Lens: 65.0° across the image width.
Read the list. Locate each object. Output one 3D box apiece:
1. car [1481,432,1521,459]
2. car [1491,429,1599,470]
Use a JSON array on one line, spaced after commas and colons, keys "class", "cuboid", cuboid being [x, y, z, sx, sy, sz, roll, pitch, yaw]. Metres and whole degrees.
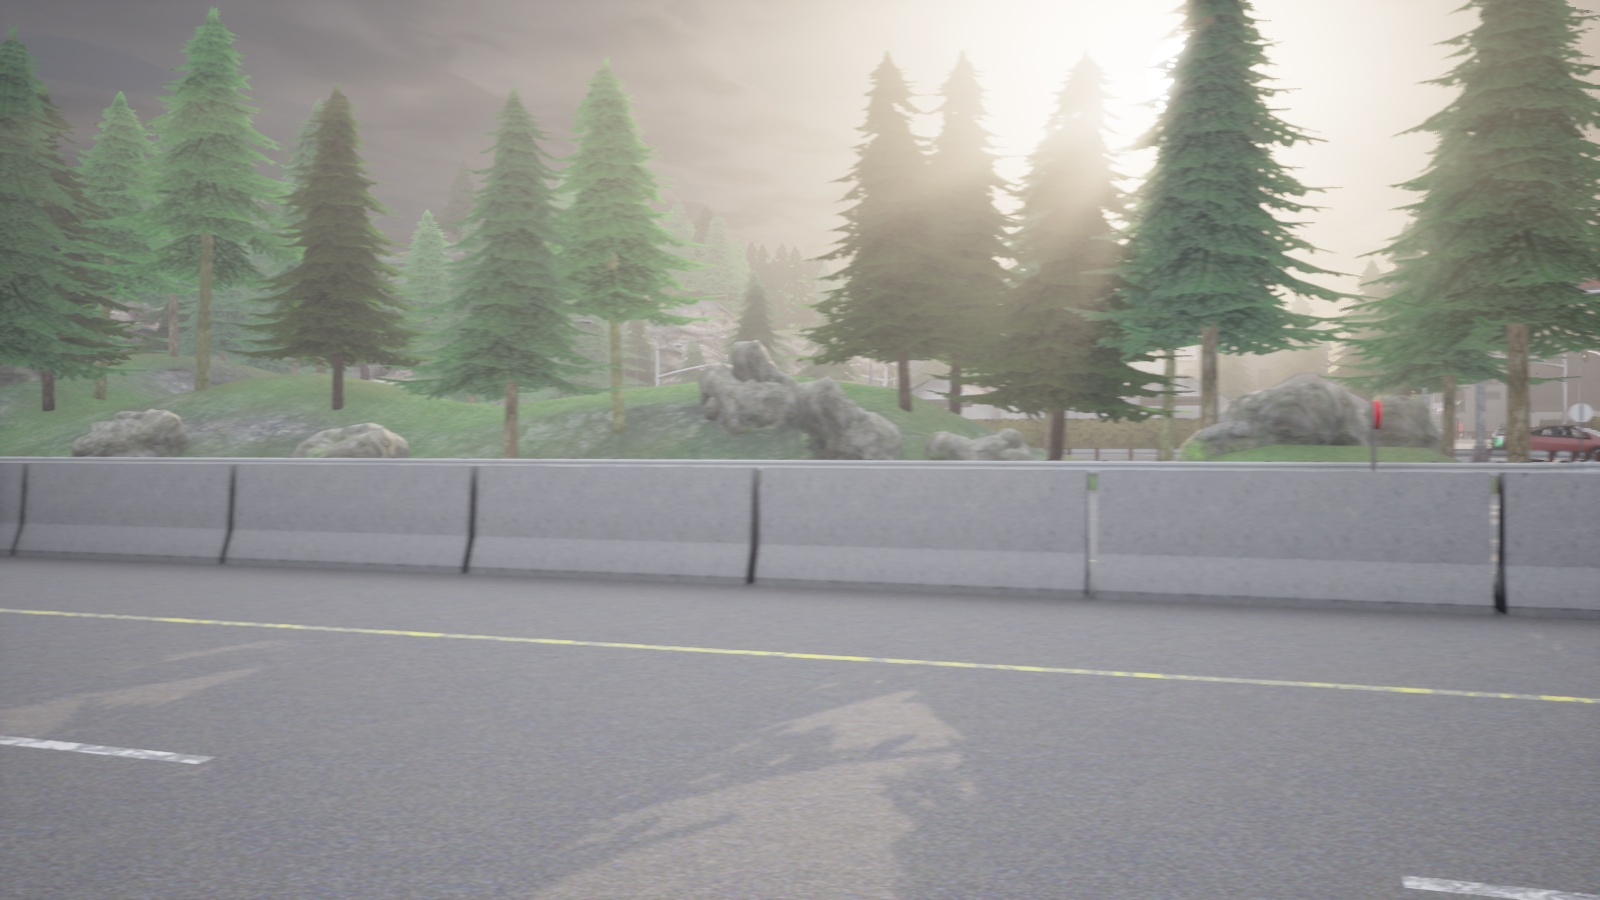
[{"class": "car", "cuboid": [37.362, -0.245, 66.963, 1.481, 1.376, 2.207, 1, 1, 18]}, {"class": "car", "cuboid": [29.624, -0.025, 48.684, 2.007, 1.525, 4.514, 0, 1, -36]}]
